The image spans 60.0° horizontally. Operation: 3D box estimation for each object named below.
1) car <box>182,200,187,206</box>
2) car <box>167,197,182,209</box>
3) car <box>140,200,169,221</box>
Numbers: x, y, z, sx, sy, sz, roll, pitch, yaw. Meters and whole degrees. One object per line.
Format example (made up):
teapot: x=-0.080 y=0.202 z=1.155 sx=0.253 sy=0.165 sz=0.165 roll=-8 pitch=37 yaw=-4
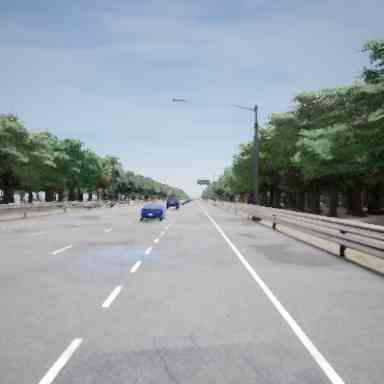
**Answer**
car: x=-3.047 y=2.963 z=89.165 sx=1.895 sy=1.301 sz=4.718 roll=0 pitch=-1 yaw=1
car: x=-3.300 y=1.961 z=58.028 sx=2.150 sy=2.045 sz=5.566 roll=0 pitch=-1 yaw=0
car: x=-3.439 y=1.746 z=30.086 sx=1.882 sy=1.535 sz=5.008 roll=0 pitch=-1 yaw=0
